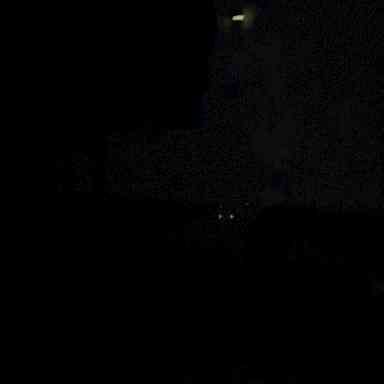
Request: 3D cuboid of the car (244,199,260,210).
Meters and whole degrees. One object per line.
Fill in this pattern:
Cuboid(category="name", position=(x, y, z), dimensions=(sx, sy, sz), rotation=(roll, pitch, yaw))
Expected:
Cuboid(category="car", position=(9.007, 1.980, 50.701), dimensions=(1.837, 1.490, 4.892), rotation=(1, 0, 12))

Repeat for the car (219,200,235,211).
Cuboid(category="car", position=(4.938, 1.894, 46.914), dimensions=(1.837, 1.490, 4.892), rotation=(0, -1, 12))

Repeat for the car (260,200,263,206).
Cuboid(category="car", position=(14.097, 2.276, 70.753), dimensions=(2.033, 1.411, 5.357), rotation=(1, -1, 17))
